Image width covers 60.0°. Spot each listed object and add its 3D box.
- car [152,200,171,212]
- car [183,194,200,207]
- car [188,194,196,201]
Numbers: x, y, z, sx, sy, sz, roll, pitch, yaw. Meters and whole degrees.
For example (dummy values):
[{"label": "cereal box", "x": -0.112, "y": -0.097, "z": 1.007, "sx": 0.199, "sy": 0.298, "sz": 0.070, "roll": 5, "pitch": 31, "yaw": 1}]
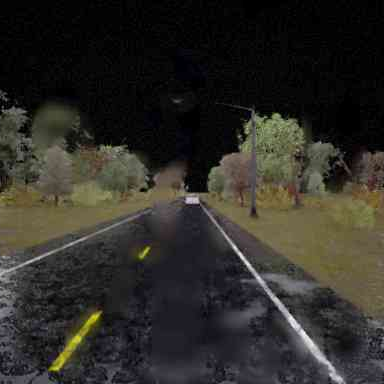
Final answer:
[{"label": "car", "x": -3.575, "y": 1.613, "z": 39.762, "sx": 2.033, "sy": 1.411, "sz": 5.357, "roll": 0, "pitch": 0, "yaw": 1}, {"label": "car", "x": 0.073, "y": 1.322, "z": 55.064, "sx": 2.150, "sy": 2.045, "sz": 5.566, "roll": 0, "pitch": 0, "yaw": 0}, {"label": "car", "x": -0.046, "y": 1.557, "z": 91.005, "sx": 2.097, "sy": 1.767, "sz": 4.553, "roll": 0, "pitch": 0, "yaw": 0}]
